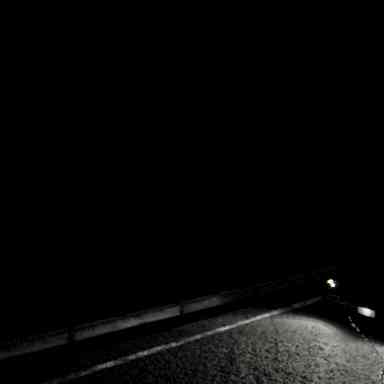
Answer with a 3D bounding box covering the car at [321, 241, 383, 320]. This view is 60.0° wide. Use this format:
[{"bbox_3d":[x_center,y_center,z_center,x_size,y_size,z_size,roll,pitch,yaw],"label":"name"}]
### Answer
[{"bbox_3d":[4.993,1.556,6.923,5.357,1.411,2.033,0,0,-35],"label":"car"}]
